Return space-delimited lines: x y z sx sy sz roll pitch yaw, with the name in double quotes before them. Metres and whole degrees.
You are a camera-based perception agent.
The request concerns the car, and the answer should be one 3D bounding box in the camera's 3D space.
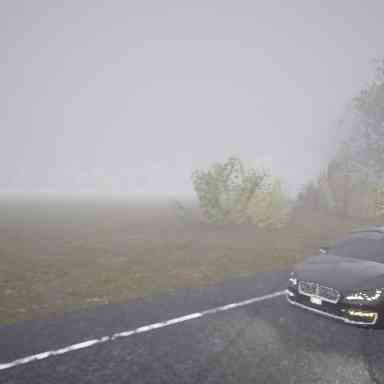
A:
"car" 3.999 1.504 6.754 4.892 1.490 1.837 0 0 -35
